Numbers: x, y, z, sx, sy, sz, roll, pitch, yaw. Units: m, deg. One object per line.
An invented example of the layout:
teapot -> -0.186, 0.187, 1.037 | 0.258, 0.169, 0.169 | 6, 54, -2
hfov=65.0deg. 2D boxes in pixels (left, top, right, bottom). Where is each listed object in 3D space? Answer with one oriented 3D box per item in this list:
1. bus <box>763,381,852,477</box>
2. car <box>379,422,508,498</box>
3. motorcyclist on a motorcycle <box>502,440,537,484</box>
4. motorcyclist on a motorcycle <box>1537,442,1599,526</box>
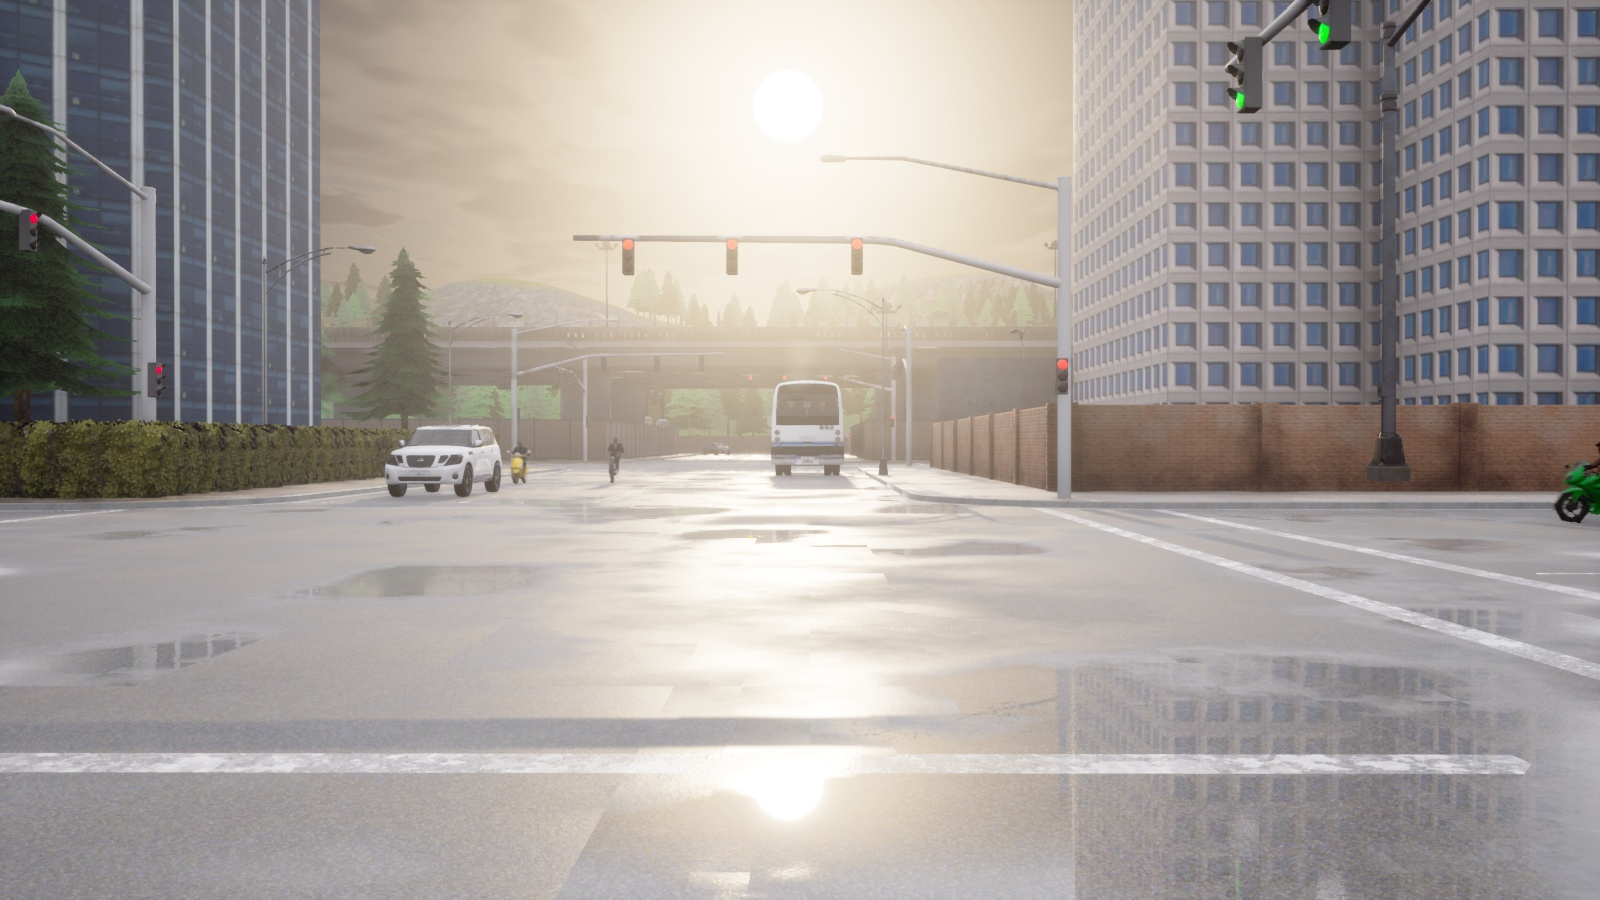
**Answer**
bus -> 0.368, -0.972, 60.677 | 3.944, 4.253, 10.273 | 0, 0, 0
car -> -10.274, 0.250, 36.693 | 2.150, 2.045, 5.566 | 0, 0, 0
motorcyclist on a motorcycle -> -10.220, 0.433, 45.746 | 0.866, 1.590, 1.817 | 0, 0, 0
motorcyclist on a motorcycle -> 14.731, 0.611, 22.956 | 2.044, 1.523, 0.797 | 0, 0, 1
